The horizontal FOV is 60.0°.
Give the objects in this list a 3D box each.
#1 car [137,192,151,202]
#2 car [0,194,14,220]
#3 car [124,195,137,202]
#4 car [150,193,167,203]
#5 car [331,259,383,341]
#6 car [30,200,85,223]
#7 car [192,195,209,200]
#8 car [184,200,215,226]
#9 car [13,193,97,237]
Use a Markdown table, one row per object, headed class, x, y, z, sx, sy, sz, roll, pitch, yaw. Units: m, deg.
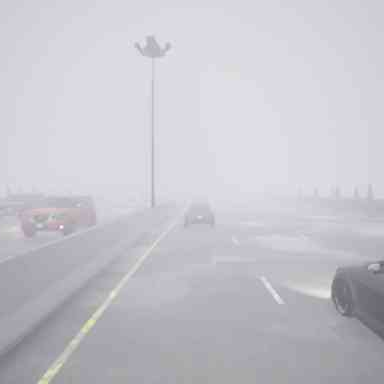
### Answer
| class | x | y | z | sx | sy | sz | roll | pitch | yaw |
| --- | --- | --- | --- | --- | --- | --- | --- | --- | --- |
| car | -8.833 | 0.988 | 66.154 | 2.150 | 2.045 | 5.566 | 0 | 1 | 2 |
| car | -13.560 | 1.124 | 26.691 | 2.150 | 2.045 | 5.566 | 0 | 0 | 2 |
| car | -12.298 | 1.301 | 67.301 | 2.033 | 1.411 | 5.357 | 0 | 0 | 2 |
| car | -5.591 | 1.280 | 58.607 | 2.128 | 1.511 | 4.902 | 0 | 0 | 2 |
| car | 3.641 | 1.547 | 4.715 | 1.994 | 1.385 | 4.181 | 0 | 0 | 1 |
| car | -10.093 | 1.398 | 25.451 | 2.128 | 1.511 | 4.902 | 0 | 0 | 2 |
| car | 1.026 | 1.206 | 40.053 | 2.097 | 1.767 | 4.553 | 0 | 0 | 2 |
| car | 0.527 | 1.482 | 22.421 | 1.994 | 1.385 | 4.181 | 0 | 0 | 2 |
| car | -6.813 | 1.156 | 17.802 | 2.150 | 2.045 | 5.566 | 0 | 0 | 2 |
